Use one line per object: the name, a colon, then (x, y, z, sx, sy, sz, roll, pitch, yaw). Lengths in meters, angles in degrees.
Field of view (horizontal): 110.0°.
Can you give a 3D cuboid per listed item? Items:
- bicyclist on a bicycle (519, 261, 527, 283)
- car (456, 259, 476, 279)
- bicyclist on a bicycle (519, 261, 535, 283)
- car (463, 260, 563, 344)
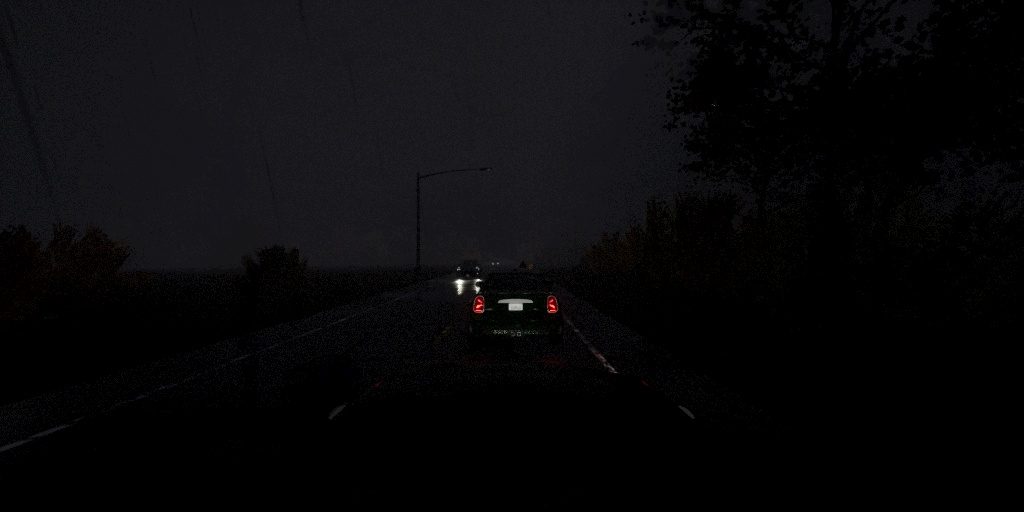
bicyclist on a bicycle: (0.833, 1.193, 27.196, 0.582, 1.620, 1.656, 0, 0, 0)
car: (-3.779, 1.092, 32.663, 2.097, 1.767, 4.553, 0, 0, -1)
bicyclist on a bicycle: (0.899, 1.181, 17.079, 0.866, 1.612, 1.509, 0, 0, 0)
car: (0.070, 1.099, 9.735, 2.097, 1.767, 4.553, 0, 0, 0)
